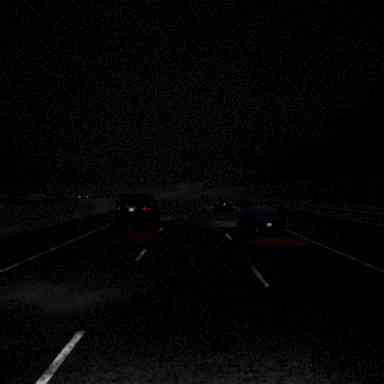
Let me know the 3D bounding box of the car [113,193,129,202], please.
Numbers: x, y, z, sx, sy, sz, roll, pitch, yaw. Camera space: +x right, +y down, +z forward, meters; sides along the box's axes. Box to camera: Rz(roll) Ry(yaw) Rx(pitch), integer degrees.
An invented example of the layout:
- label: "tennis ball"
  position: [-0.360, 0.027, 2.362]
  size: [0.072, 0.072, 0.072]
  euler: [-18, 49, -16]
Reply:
- label: "car"
  position: [-13.999, 1.085, 66.162]
  size: [2.128, 1.511, 4.902]
  euler: [0, 0, 0]

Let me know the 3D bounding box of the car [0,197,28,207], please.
- label: "car"
  position: [-14.095, 1.178, 24.789]
  size: [2.097, 1.767, 4.553]
  euler: [0, 0, 0]

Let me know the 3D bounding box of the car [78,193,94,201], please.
- label: "car"
  position: [-20.994, 0.932, 65.976]
  size: [2.097, 1.767, 4.553]
  euler: [0, 0, 0]

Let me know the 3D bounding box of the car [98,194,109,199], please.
- label: "car"
  position: [-17.493, 1.104, 67.336]
  size: [2.033, 1.411, 5.357]
  euler: [0, 0, 0]

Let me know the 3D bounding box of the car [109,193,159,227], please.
- label: "car"
  position: [-3.397, 1.070, 21.337]
  size: [2.150, 2.045, 5.566]
  euler: [0, 0, 0]

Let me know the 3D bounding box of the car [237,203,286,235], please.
- label: "car"
  position: [3.603, 1.349, 17.948]
  size: [1.882, 1.535, 5.008]
  euler: [0, 0, 0]

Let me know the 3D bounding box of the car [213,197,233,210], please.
- label: "car"
  position: [3.604, 1.299, 38.920]
  size: [1.994, 1.385, 4.181]
  euler: [0, 0, 0]

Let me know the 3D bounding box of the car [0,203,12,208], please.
- label: "car"
  position: [-3.400, 1.210, 1.434]
  size: [2.150, 2.045, 5.566]
  euler: [0, 0, 0]

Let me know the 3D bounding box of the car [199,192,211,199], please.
- label: "car"
  position: [3.508, 1.005, 80.050]
  size: [2.163, 1.488, 4.792]
  euler: [0, 0, 0]
